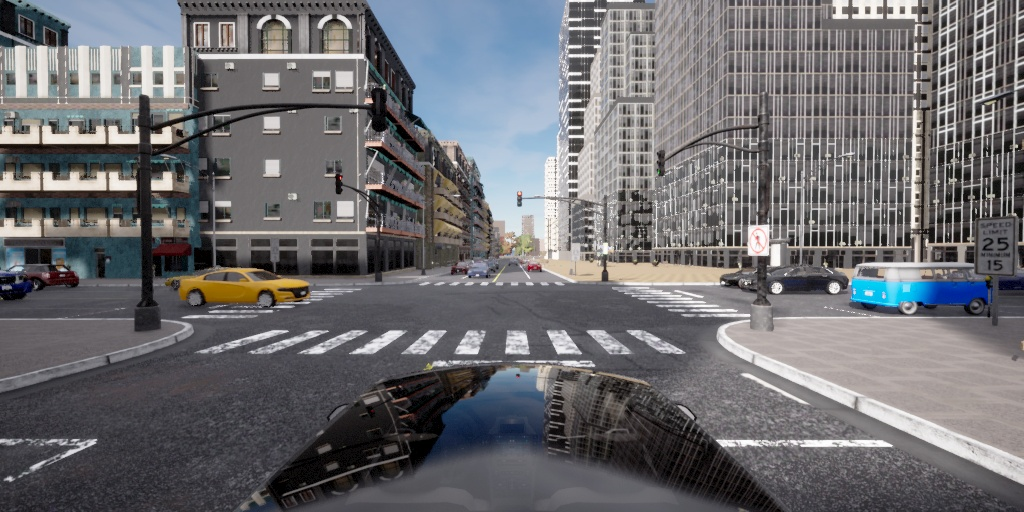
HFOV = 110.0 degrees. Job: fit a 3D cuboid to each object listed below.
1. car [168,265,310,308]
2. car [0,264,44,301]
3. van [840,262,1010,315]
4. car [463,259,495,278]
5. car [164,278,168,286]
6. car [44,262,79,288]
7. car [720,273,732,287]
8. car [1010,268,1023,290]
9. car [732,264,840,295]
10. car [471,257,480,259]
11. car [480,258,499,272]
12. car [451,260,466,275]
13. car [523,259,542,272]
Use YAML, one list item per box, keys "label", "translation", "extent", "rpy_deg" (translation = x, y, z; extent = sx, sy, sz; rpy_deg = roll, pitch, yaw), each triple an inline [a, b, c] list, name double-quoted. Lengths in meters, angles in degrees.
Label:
- label: "car"
  translation: [-11.161, 1.277, 15.131]
  extent: [5.008, 1.535, 1.882]
  rpy_deg: [0, 1, 6]
- label: "car"
  translation: [-24.663, 1.050, 15.566]
  extent: [5.566, 2.045, 2.150]
  rpy_deg: [0, 1, 0]
- label: "van"
  translation: [14.721, 1.117, 12.939]
  extent: [3.998, 1.789, 1.690]
  rpy_deg: [0, 0, 0]
- label: "car"
  translation: [-3.007, 1.292, 33.958]
  extent: [2.033, 1.411, 5.357]
  rpy_deg: [0, 0, 0]
- label: "car"
  translation: [-17.826, 1.247, 21.361]
  extent: [4.829, 1.417, 1.751]
  rpy_deg: [0, 0, 0]
- label: "car"
  translation: [-28.724, 1.190, 21.375]
  extent: [4.097, 1.591, 1.967]
  rpy_deg: [0, 0, 0]
- label: "car"
  translation: [14.732, 1.216, 21.320]
  extent: [4.313, 1.339, 1.948]
  rpy_deg: [0, 0, 0]
- label: "car"
  translation: [24.713, 1.196, 18.703]
  extent: [4.674, 1.442, 1.812]
  rpy_deg: [0, 1, 0]
- label: "car"
  translation: [14.641, 1.194, 18.718]
  extent: [4.892, 1.490, 1.837]
  rpy_deg: [0, 1, 0]
- label: "car"
  translation: [-5.566, 1.184, 45.058]
  extent: [1.967, 1.591, 4.097]
  rpy_deg: [0, 0, 0]
- label: "car"
  translation: [-2.975, 1.309, 43.991]
  extent: [1.994, 1.385, 4.181]
  rpy_deg: [0, 0, 0]
- label: "car"
  translation: [-5.582, 1.290, 39.409]
  extent: [1.888, 1.381, 4.507]
  rpy_deg: [0, 0, 0]
- label: "car"
  translation: [2.782, 1.290, 45.091]
  extent: [1.888, 1.381, 4.507]
  rpy_deg: [0, 0, 0]
